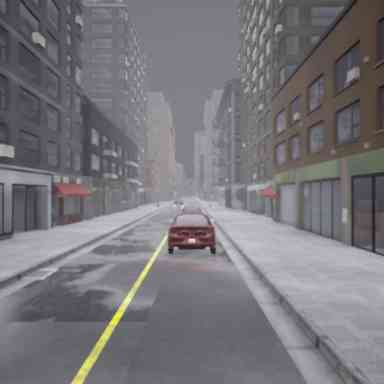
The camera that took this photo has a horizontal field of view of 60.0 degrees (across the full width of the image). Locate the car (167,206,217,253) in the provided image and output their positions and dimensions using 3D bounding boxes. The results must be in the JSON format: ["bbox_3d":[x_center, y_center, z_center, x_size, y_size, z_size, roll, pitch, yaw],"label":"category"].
[{"bbox_3d":[0.003,1.612,14.476,1.882,1.535,5.008,0,0,0],"label":"car"}]

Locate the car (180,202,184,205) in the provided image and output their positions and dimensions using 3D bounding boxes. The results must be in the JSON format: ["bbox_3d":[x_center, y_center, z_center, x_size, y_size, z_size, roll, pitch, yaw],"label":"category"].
[{"bbox_3d":[-0.003,1.860,29.107,1.895,1.301,4.718,0,0,0],"label":"car"}]

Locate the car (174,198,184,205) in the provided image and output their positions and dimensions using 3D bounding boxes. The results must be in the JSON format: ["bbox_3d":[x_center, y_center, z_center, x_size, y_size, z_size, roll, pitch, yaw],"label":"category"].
[{"bbox_3d":[-2.761,2.086,70.983,1.837,1.490,4.892,0,0,0],"label":"car"}]
